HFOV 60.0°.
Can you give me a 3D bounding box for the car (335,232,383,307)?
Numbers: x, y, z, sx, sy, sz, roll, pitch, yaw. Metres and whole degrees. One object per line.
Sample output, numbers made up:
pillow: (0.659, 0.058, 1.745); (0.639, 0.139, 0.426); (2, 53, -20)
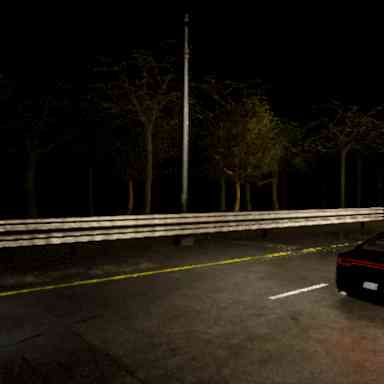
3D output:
car: (5.264, 1.584, 7.497); (5.008, 1.535, 1.882); (1, 0, -35)
